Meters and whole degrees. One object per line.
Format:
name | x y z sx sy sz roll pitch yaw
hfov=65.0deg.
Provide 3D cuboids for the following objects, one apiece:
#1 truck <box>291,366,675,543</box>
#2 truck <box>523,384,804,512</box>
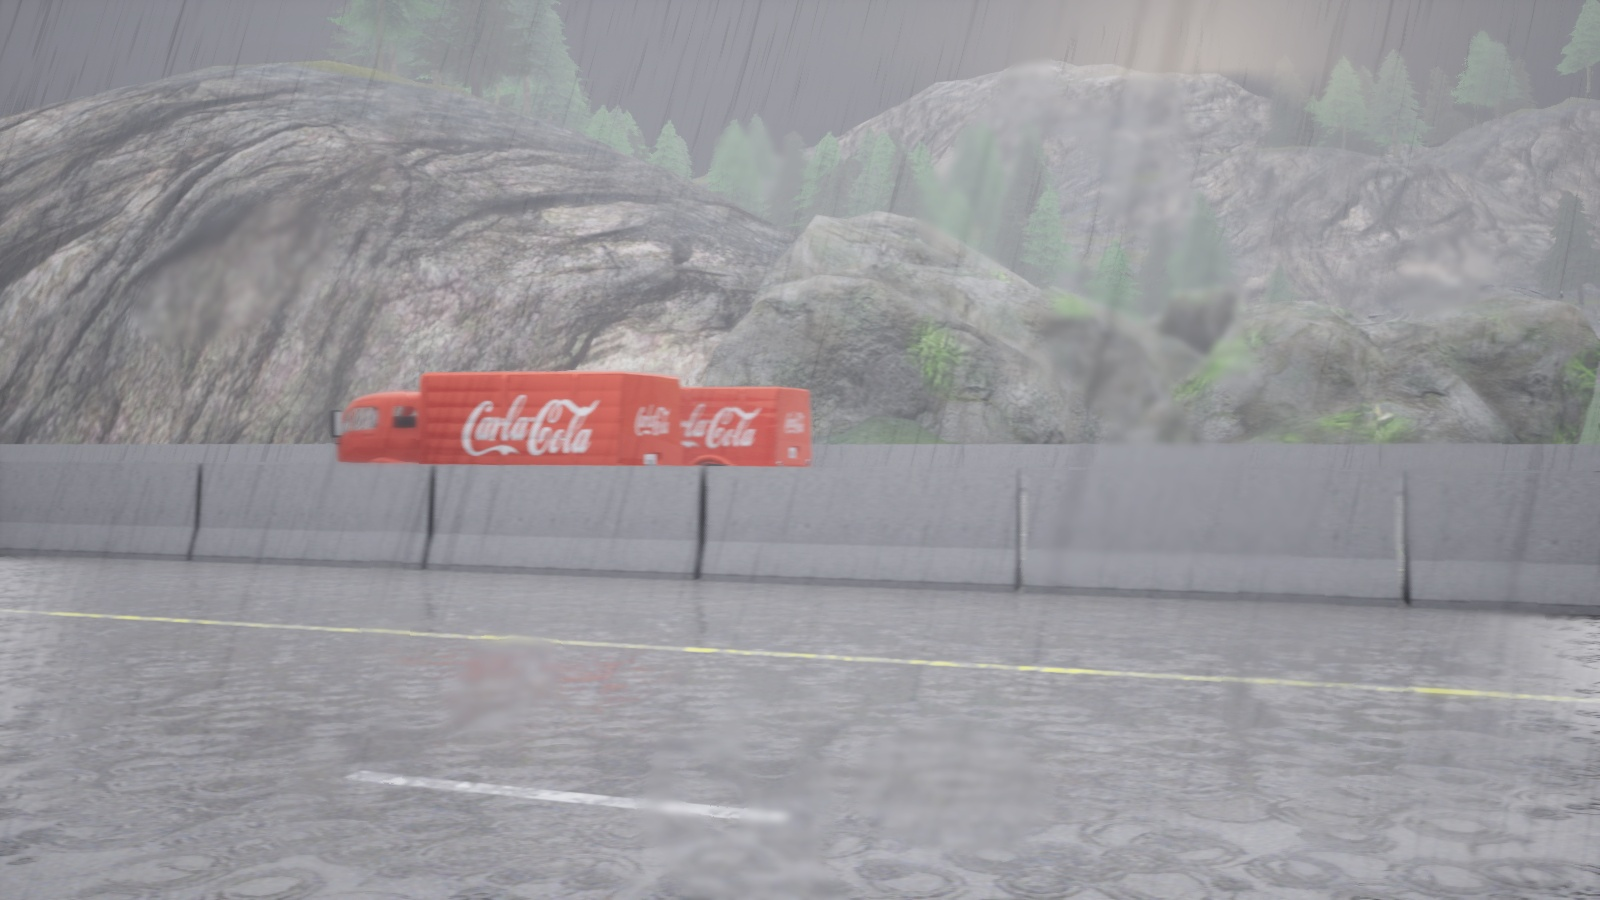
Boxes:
truck | -4.888 0.011 19.600 5.204 2.467 2.627 1 1 19
truck | -2.809 -0.088 26.286 5.204 2.467 2.627 1 1 19
